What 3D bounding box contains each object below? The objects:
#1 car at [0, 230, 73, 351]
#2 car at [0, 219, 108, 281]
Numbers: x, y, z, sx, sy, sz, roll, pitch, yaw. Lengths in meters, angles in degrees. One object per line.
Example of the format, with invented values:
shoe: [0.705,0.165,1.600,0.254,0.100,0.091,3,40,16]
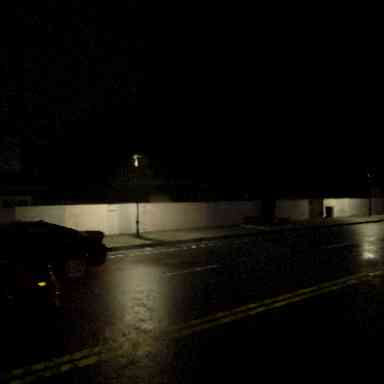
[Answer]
car: [-4.334,1.537,4.579,4.674,1.442,1.812,0,0,-36]
car: [-4.661,1.489,8.342,5.008,1.535,1.882,0,0,-36]
